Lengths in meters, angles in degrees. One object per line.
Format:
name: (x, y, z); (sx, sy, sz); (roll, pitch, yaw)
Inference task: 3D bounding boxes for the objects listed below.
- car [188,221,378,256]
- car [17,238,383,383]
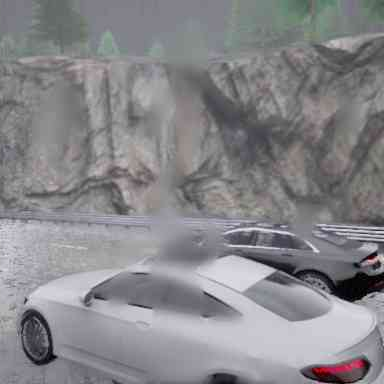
car: (1.438, 1.411, 7.335); (4.902, 1.511, 2.128); (0, 0, 33)
car: (-0.230, 1.487, 4.156); (4.674, 1.442, 1.812); (0, 0, 33)
